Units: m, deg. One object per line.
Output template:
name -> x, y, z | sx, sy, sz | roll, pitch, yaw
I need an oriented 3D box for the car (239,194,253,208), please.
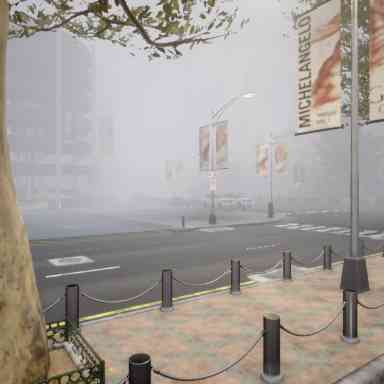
car -> 6.425, 1.221, 48.576 | 2.150, 2.045, 5.566 | 0, 0, -35

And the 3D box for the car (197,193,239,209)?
car -> 3.569, 1.221, 46.552 | 2.150, 2.045, 5.566 | 0, 0, -35

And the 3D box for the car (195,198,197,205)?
car -> 0.715, 1.601, 56.502 | 1.895, 1.301, 4.718 | 0, 0, -37

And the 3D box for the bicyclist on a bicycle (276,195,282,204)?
bicyclist on a bicycle -> 15.736, 1.301, 60.476 | 1.656, 1.620, 0.582 | 0, 0, -36

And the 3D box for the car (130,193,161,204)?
car -> -9.088, 1.221, 62.283 | 5.566, 2.045, 2.150 | 0, 0, 40

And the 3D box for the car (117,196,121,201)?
car -> -19.513, 1.418, 79.668 | 5.008, 1.535, 1.882 | 0, 0, 12

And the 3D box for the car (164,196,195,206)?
car -> -2.147, 1.505, 54.463 | 1.837, 1.490, 4.892 | 0, 0, -37

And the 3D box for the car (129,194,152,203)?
car -> -11.237, 1.355, 72.586 | 4.553, 1.767, 2.097 | 0, 0, 26

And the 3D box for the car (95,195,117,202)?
car -> -20.478, 1.450, 76.304 | 4.892, 1.490, 1.837 | 0, 0, 12

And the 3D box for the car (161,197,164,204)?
car -> -5.765, 1.601, 63.974 | 4.718, 1.301, 1.895 | 0, 0, 43
